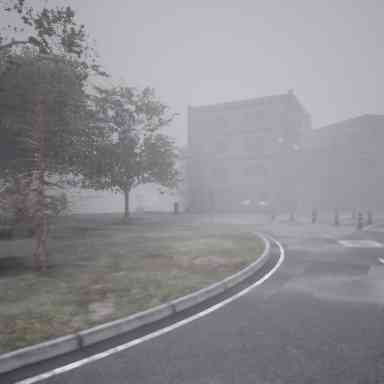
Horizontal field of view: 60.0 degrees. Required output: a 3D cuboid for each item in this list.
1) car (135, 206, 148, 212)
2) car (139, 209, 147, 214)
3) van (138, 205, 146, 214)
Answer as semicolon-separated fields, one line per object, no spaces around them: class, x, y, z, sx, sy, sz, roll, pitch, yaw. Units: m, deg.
car;-10.580;3.709;68.115;2.002;1.452;4.674;1;-4;-7
car;-13.168;5.281;89.945;2.002;1.452;4.674;0;-4;-7
van;-11.898;4.236;79.135;1.878;1.987;4.442;0;-4;-7
